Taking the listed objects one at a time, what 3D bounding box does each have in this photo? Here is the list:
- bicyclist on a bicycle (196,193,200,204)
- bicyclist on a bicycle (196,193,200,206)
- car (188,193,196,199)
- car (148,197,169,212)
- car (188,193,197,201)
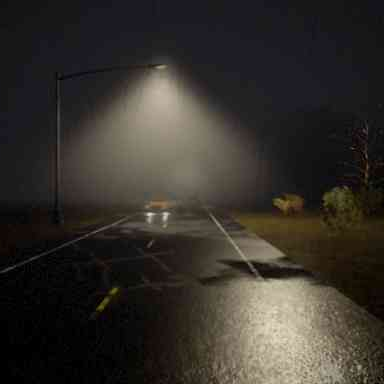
[{"bbox_3d":[0.980,1.123,58.362,0.659,1.776,1.843,0,0,0],"label":"bicyclist on a bicycle"},{"bbox_3d":[0.972,1.227,49.378,0.866,1.612,1.509,0,0,0],"label":"bicyclist on a bicycle"},{"bbox_3d":[0.027,1.098,84.633,1.812,1.442,4.674,0,0,0],"label":"car"},{"bbox_3d":[-3.583,1.324,36.290,1.882,1.535,5.008,0,0,0],"label":"car"},{"bbox_3d":[0.022,1.239,73.364,1.994,1.385,4.181,0,0,0],"label":"car"}]
